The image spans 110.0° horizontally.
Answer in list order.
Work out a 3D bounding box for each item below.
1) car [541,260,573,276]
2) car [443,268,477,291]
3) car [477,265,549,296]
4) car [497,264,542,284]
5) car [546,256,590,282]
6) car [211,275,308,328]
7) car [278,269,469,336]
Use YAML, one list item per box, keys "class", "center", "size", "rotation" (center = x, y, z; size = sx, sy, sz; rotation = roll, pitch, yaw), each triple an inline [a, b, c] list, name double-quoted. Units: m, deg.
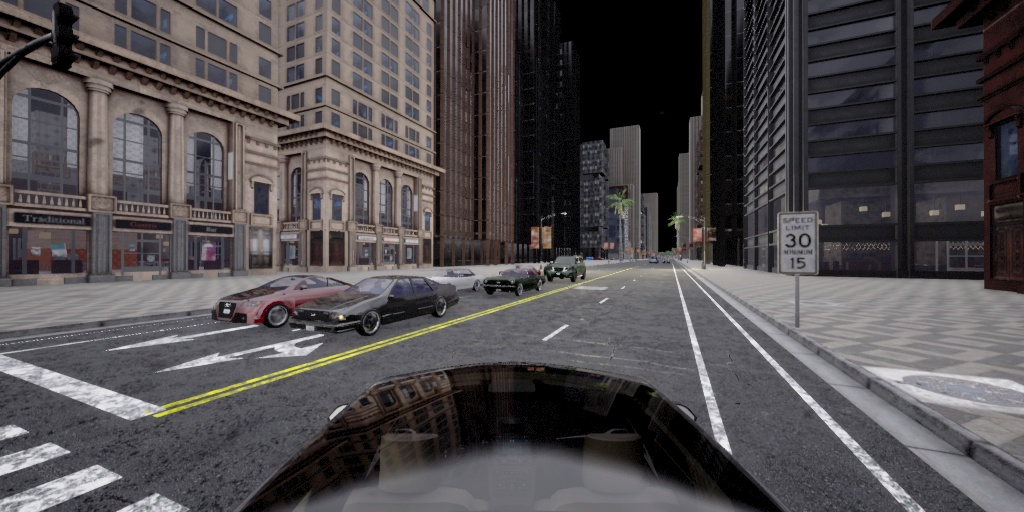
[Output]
- class: "car"
  center: [4.847, 1.252, 37.947]
  size: [1.882, 1.535, 5.008]
  rotation: [0, 0, 24]
- class: "car"
  center: [-3.356, 1.357, 19.523]
  size: [1.895, 1.301, 4.718]
  rotation: [0, 0, 24]
- class: "car"
  center: [0.231, 1.358, 19.594]
  size: [1.895, 1.301, 4.718]
  rotation: [0, 0, 24]
- class: "car"
  center: [0.680, 1.365, 28.631]
  size: [1.895, 1.301, 4.718]
  rotation: [0, 0, 24]
- class: "car"
  center: [4.566, 0.987, 29.373]
  size: [2.150, 2.045, 5.566]
  rotation: [0, 0, 24]
- class: "car"
  center: [-6.899, 1.316, 11.510]
  size: [1.994, 1.385, 4.181]
  rotation: [0, 0, 24]
- class: "car"
  center: [-3.652, 1.300, 10.826]
  size: [2.033, 1.411, 5.357]
  rotation: [0, 0, 24]
